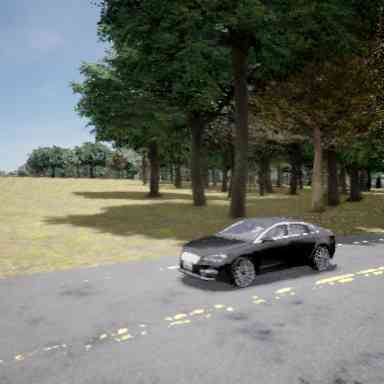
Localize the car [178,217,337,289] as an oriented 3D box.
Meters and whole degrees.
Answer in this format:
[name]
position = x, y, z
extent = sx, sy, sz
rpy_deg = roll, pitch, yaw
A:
[car]
position = 1.956, 1.486, 9.236
extent = 4.902, 1.511, 2.128
rpy_deg = 0, 0, -33
